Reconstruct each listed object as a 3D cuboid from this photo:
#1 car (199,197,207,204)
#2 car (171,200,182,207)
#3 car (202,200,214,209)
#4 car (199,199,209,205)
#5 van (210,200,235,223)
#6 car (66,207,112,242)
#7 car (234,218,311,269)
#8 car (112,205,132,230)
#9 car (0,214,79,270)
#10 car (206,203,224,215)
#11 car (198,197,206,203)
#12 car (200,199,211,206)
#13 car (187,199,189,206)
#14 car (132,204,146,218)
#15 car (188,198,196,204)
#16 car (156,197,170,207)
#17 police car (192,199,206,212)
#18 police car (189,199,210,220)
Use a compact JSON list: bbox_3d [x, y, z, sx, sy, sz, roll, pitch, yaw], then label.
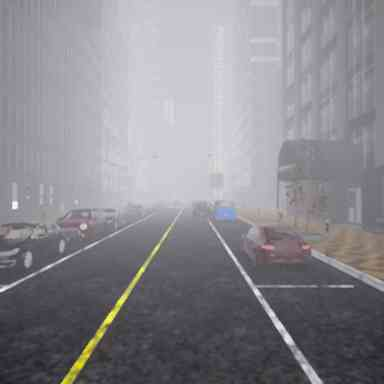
[{"bbox_3d":[2.696,2.198,85.254,1.967,1.590,4.097,0,0,0],"label":"car"},{"bbox_3d":[-3.016,2.162,65.255,1.994,1.385,4.181,0,0,1],"label":"car"},{"bbox_3d":[2.694,2.109,56.791,1.802,1.307,4.206,0,-1,0],"label":"car"},{"bbox_3d":[2.695,2.222,73.868,2.008,1.369,4.403,0,0,0],"label":"car"},{"bbox_3d":[2.692,1.611,28.333,1.690,1.788,3.998,0,-1,0],"label":"van"},{"bbox_3d":[-5.690,1.606,16.951,1.967,1.590,4.097,0,-1,0],"label":"car"},{"bbox_3d":[2.691,1.695,11.255,1.802,1.307,4.206,0,-1,0],"label":"car"},{"bbox_3d":[-5.689,1.768,22.642,2.008,1.369,4.403,0,-1,0],"label":"car"},{"bbox_3d":[-5.690,1.664,11.257,2.008,1.369,4.403,0,-1,0],"label":"car"},{"bbox_3d":[2.693,1.955,39.714,1.802,1.307,4.206,0,-1,0],"label":"car"},{"bbox_3d":[2.696,2.240,90.946,1.967,1.590,4.097,0,0,0],"label":"car"},{"bbox_3d":[2.695,2.176,68.176,2.008,1.369,4.403,0,0,0],"label":"car"},{"bbox_3d":[0.004,2.218,67.140,1.895,1.301,4.718,0,0,0],"label":"car"},{"bbox_3d":[-5.689,1.903,34.025,1.802,1.307,4.206,0,-1,0],"label":"car"},{"bbox_3d":[0.005,2.243,82.110,1.994,1.385,4.181,0,0,0],"label":"car"},{"bbox_3d":[-5.687,2.128,62.488,2.008,1.369,4.403,0,-1,0],"label":"car"},{"bbox_3d":[0.903,1.868,47.460,1.930,1.638,5.238,0,-1,0],"label":"police car"},{"bbox_3d":[0.902,1.723,31.461,1.930,1.638,5.238,0,-1,0],"label":"police car"}]
